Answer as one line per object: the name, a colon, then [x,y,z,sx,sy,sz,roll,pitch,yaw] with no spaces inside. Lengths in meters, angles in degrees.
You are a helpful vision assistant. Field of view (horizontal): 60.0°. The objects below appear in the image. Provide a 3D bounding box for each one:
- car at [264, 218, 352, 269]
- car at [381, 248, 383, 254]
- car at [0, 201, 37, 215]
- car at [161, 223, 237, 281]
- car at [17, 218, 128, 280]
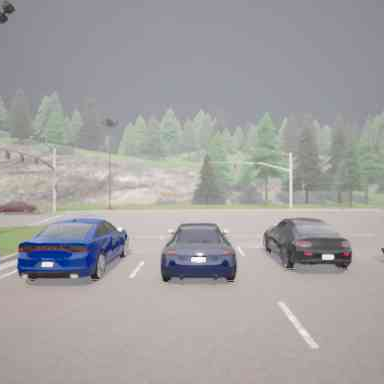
car: [3.711,1.591,11.266,1.812,1.442,4.674,0,0,1]
car: [7.160,1.599,8.563,2.033,1.411,5.357,0,0,1]
car: [-19.569,1.733,36.591,4.674,1.442,1.812,0,-1,-15]
car: [0.193,1.623,10.077,1.994,1.385,4.181,0,0,1]
car: [-3.307,1.536,10.198,1.882,1.535,5.008,0,0,1]
